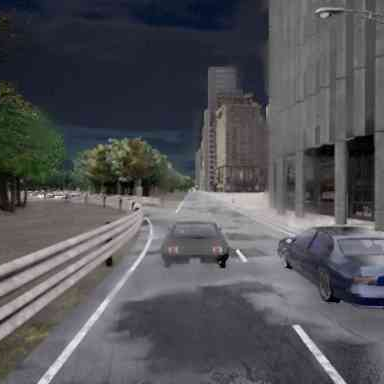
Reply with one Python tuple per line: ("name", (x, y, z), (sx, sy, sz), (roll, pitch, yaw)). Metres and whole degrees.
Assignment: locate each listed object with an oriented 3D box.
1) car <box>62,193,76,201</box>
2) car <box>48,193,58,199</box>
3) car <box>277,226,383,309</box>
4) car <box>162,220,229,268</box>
("car", (-26.912, 1.091, 72.914), (4.892, 1.490, 1.837), (1, 1, 44))
("car", (-34.050, 0.900, 80.305), (1.895, 1.301, 4.718), (0, 1, -39))
("car", (3.595, 1.556, 8.118), (2.033, 1.411, 5.357), (0, 0, 0))
("car", (0.097, 1.612, 11.323), (1.895, 1.301, 4.718), (0, 0, 0))
